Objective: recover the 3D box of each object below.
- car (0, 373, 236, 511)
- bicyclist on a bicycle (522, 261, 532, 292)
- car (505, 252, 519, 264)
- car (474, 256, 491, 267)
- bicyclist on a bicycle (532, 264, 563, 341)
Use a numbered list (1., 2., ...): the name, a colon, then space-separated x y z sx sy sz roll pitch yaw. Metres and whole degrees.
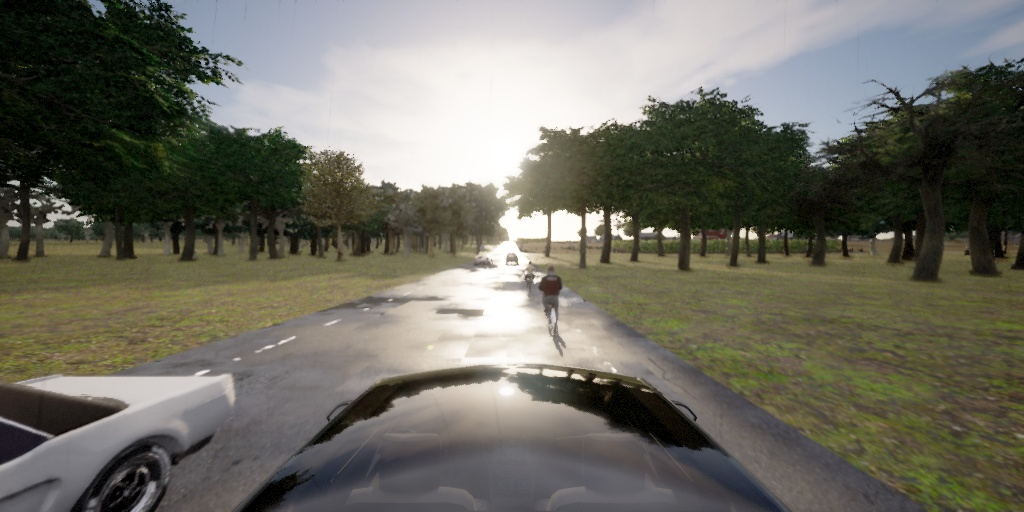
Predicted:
1. car: -3.596 1.353 1.194 1.895 1.301 4.718 0 0 0
2. bicyclist on a bicycle: 0.948 1.064 18.909 0.866 1.612 1.509 0 1 0
3. car: -0.005 0.381 55.070 2.128 1.511 4.902 0 1 0
4. car: -3.664 0.671 45.507 1.994 1.385 4.181 0 1 0
5. bicyclist on a bicycle: 0.950 1.086 8.909 0.659 1.776 1.843 0 1 0
